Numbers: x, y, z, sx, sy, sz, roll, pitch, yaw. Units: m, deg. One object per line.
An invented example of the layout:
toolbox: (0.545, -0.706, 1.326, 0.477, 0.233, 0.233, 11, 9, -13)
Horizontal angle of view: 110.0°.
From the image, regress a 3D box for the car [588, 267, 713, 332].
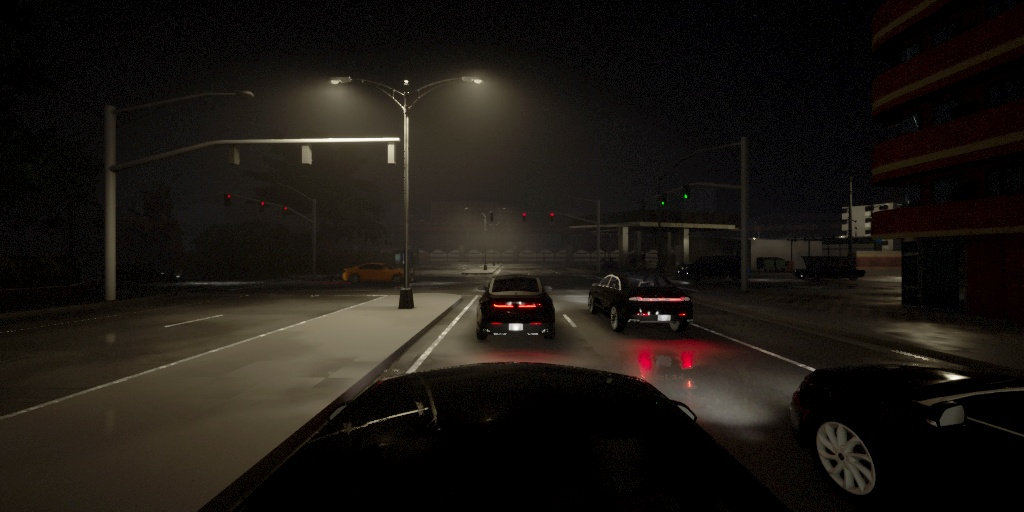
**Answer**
car: (3.602, 1.242, 10.865, 2.128, 1.511, 4.902, 0, 0, 0)

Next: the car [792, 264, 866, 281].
car: (26.420, 1.351, 30.001, 4.718, 1.301, 1.895, 0, 0, -1)

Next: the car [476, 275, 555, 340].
car: (0.096, 1.255, 10.010, 1.837, 1.490, 4.892, 0, 0, 0)

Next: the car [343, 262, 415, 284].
car: (-9.690, 1.227, 26.290, 5.008, 1.535, 1.882, 0, 0, 1)

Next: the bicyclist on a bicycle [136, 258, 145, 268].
bicyclist on a bicycle: (-38.228, 1.053, 36.739, 0.582, 1.620, 1.656, 0, 0, 0)

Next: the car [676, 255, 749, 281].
car: (16.633, 0.972, 29.861, 5.566, 2.045, 2.150, 0, 0, -1)

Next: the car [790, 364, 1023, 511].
car: (3.600, 1.255, 1.457, 1.837, 1.490, 4.892, 0, 0, 0)

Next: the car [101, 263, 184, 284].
car: (-27.001, 1.242, 26.324, 4.902, 1.511, 2.128, 0, 0, 0)
